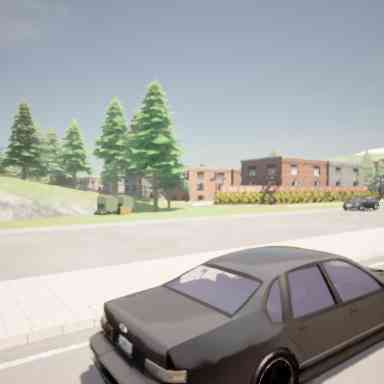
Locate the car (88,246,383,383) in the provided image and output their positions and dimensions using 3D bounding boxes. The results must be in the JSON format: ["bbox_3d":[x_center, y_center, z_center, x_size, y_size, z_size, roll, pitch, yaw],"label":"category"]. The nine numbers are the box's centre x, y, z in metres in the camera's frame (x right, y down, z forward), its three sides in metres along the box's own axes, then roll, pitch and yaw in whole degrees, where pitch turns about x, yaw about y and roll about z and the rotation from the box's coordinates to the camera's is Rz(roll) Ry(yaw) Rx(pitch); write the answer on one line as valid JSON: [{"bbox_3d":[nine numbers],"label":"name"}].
[{"bbox_3d":[1.383,1.520,4.724,5.357,1.411,2.033,0,0,-35],"label":"car"}]

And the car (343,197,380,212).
[{"bbox_3d":[17.828,1.244,35.015,4.902,1.511,2.128,0,0,-35],"label":"car"}]
